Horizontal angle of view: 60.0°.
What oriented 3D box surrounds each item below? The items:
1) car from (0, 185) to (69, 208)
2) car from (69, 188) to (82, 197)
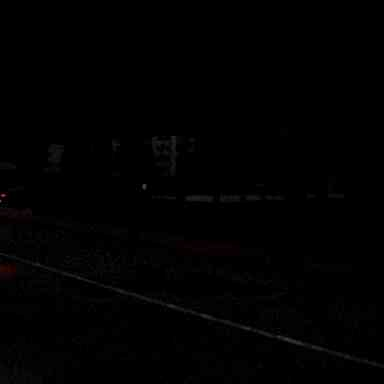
[{"bbox_3d":[-12.857,0.419,26.788,1.837,1.490,4.892,2,1,36],"label":"car"},{"bbox_3d":[-14.593,0.139,36.202,2.033,1.411,5.357,3,2,38],"label":"car"}]
